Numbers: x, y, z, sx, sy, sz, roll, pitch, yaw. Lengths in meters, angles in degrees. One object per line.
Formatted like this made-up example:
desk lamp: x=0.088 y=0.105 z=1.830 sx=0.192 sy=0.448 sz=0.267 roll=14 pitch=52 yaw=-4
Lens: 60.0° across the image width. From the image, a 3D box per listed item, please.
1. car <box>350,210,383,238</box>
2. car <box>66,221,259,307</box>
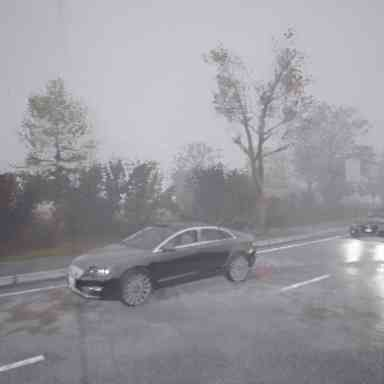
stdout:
car: x=9.727 y=1.611 z=16.988 sx=4.181 sy=1.385 sz=1.994 roll=0 pitch=0 yaw=-44
car: x=-0.472 y=1.520 z=8.174 sx=4.902 sy=1.511 sz=2.128 roll=0 pitch=0 yaw=-38
